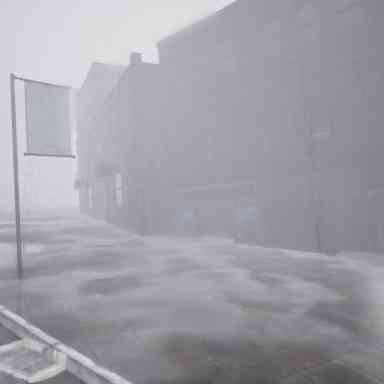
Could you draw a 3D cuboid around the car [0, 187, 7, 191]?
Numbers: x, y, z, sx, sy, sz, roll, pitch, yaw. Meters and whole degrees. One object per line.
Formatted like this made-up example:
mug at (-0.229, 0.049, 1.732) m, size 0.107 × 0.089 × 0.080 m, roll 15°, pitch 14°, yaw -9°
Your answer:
car at (-47.416, -0.646, 79.381) m, size 2.231 × 1.521 × 4.892 m, roll -4°, pitch -3°, yaw 5°
